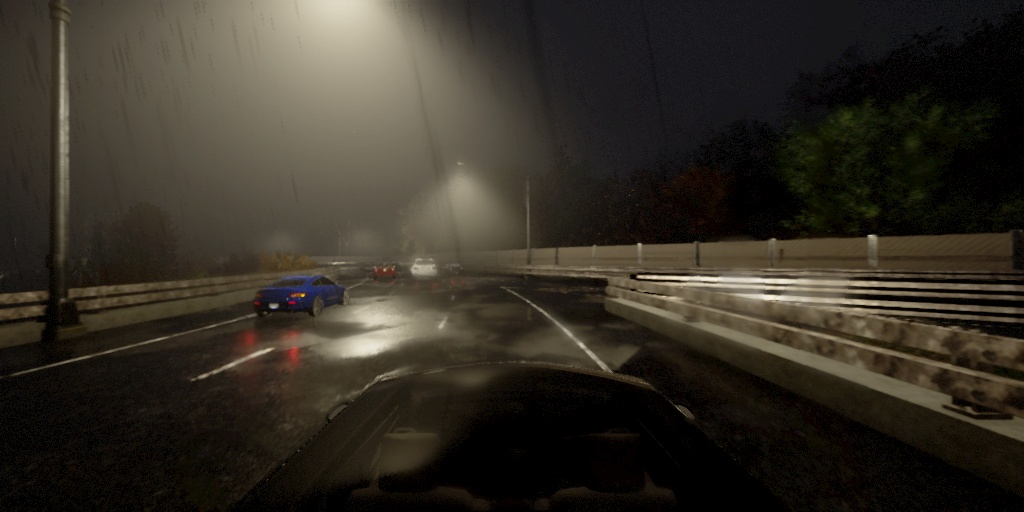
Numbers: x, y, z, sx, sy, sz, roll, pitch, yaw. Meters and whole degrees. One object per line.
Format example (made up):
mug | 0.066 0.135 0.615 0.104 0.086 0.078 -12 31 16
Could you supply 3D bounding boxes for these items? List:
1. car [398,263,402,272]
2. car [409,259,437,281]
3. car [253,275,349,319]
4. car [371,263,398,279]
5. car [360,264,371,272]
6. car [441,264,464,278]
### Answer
car | -19.336 1.854 58.422 1.837 1.490 4.892 0 -1 -31
car | -8.655 1.302 34.965 2.150 2.045 5.566 0 -1 -18
car | -7.829 1.431 13.693 1.812 1.442 4.674 0 0 -6
car | -13.636 1.498 38.306 2.097 1.767 4.553 0 0 -21
car | -23.510 1.984 58.630 1.895 1.301 4.718 0 -1 -33
car | -6.509 1.590 39.265 2.128 1.511 4.902 0 -1 -20
